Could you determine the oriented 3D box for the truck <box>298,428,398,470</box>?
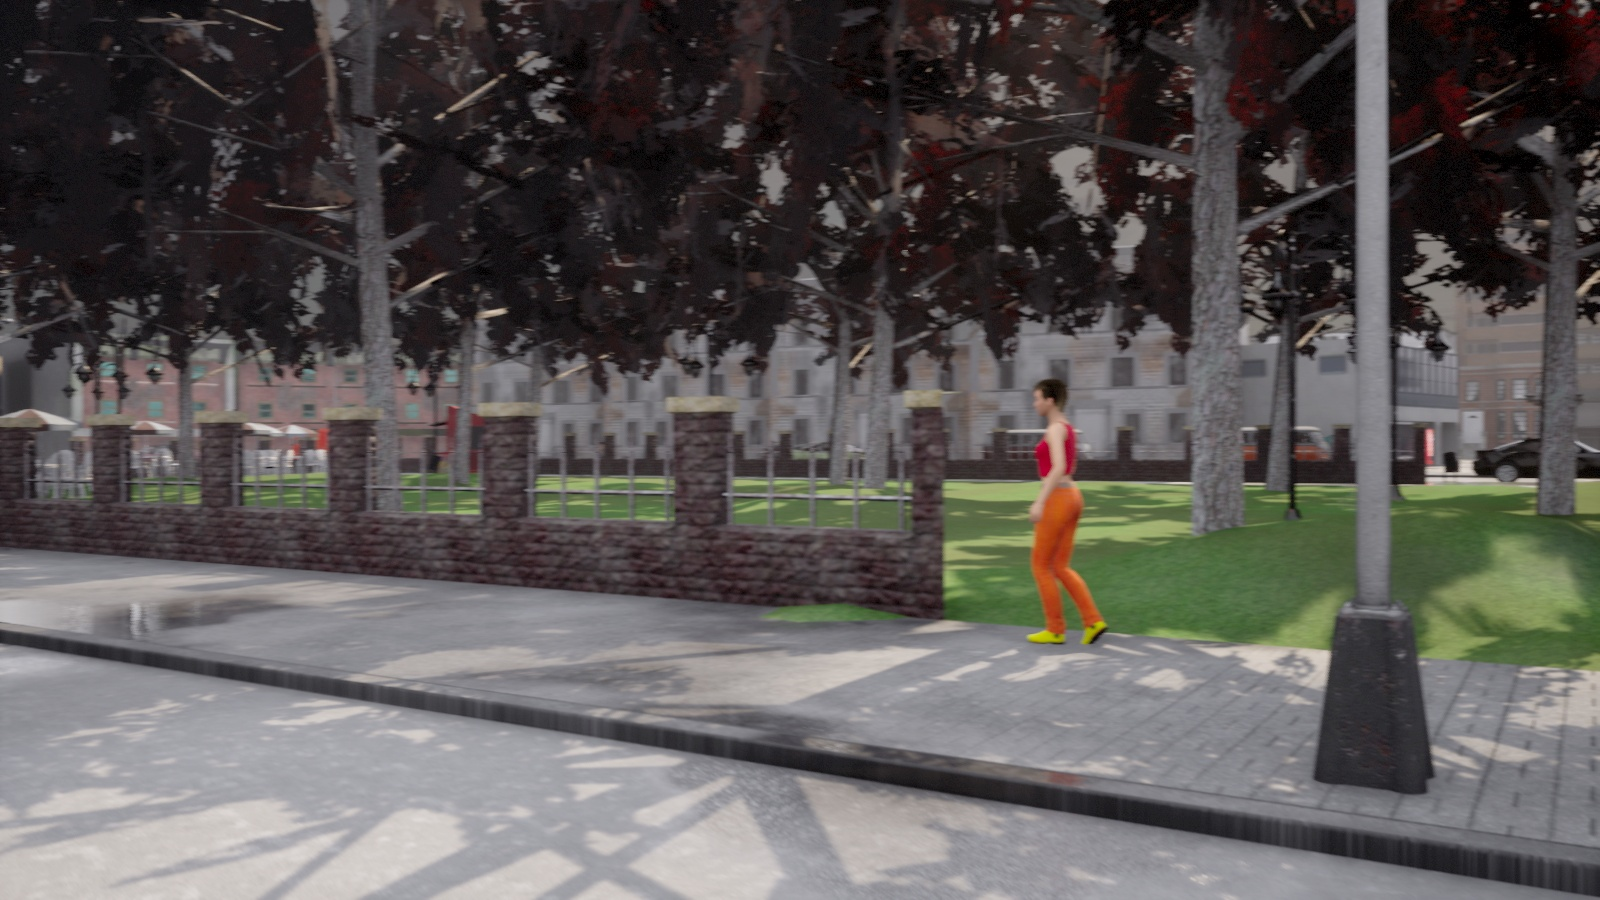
[{"bbox_3d":[-27.198,-0.074,75.666,5.204,2.467,2.627,0,0,-7],"label":"truck"}]

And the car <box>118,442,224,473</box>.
[{"bbox_3d":[-34.910,0.409,69.760,2.033,1.649,4.856,0,0,37],"label":"car"}]

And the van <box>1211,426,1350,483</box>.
[{"bbox_3d":[17.525,0.158,45.863,4.442,1.987,1.775,0,0,33],"label":"van"}]

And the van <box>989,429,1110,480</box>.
[{"bbox_3d":[10.043,0.160,50.663,4.442,1.987,1.775,0,0,33],"label":"van"}]

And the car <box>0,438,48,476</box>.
[{"bbox_3d":[-39.997,0.363,61.896,1.932,1.855,4.605,0,0,33],"label":"car"}]

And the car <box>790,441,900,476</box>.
[{"bbox_3d":[1.989,0.357,55.829,4.514,1.525,2.007,0,0,33],"label":"car"}]

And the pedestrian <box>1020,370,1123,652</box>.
[{"bbox_3d":[1.835,0.399,8.478,0.594,1.836,0.345,0,0,33],"label":"pedestrian"}]

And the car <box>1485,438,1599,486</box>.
[{"bbox_3d":[25.248,0.380,40.899,5.008,1.535,1.882,0,0,33],"label":"car"}]
